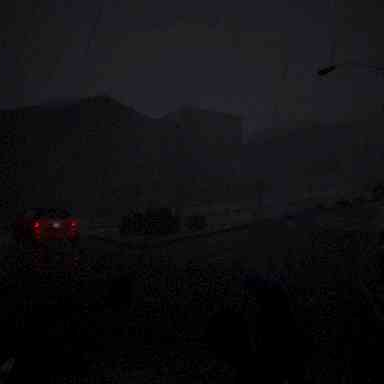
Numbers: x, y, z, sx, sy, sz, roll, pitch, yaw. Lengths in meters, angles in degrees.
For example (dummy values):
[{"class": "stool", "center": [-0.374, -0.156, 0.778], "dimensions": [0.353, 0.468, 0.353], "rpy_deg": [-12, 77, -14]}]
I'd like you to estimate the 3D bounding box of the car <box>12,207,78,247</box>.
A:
[{"class": "car", "center": [-7.267, 1.521, 16.218], "dimensions": [2.097, 1.767, 4.553], "rpy_deg": [1, -2, -39]}]
